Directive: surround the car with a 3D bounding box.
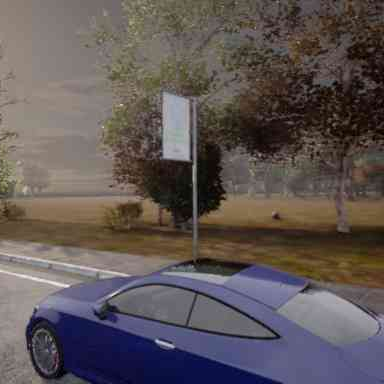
[{"bbox_3d":[0.029,1.519,3.812,4.674,1.442,1.812,0,0,35],"label":"car"}]
